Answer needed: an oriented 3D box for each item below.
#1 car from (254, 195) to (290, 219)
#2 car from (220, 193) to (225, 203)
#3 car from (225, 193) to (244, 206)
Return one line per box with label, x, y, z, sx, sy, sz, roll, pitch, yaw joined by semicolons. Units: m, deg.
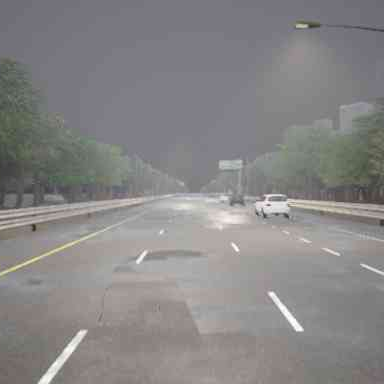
car;7.061;1.239;29.669;2.150;2.045;5.566;0;0;0
car;7.310;1.267;71.462;2.150;2.045;5.566;0;0;0
car;7.184;1.258;54.323;2.150;2.045;5.566;0;0;0
